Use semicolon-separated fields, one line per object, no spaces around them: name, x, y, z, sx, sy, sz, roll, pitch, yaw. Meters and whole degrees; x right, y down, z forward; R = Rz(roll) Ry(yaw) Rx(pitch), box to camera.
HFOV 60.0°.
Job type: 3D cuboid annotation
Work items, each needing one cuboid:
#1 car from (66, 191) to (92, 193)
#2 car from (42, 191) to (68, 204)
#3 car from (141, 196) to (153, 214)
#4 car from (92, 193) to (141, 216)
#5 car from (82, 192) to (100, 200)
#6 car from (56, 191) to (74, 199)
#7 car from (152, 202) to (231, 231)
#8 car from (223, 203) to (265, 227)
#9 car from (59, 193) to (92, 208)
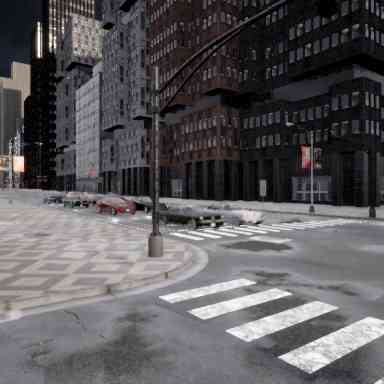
car;-16.506;0.681;47.683;2.097;1.767;4.553;0;1;-36
car;-19.348;0.876;46.075;2.033;1.411;5.357;0;1;-35
car;-4.225;1.115;30.554;1.882;1.535;5.008;0;1;-36
car;-6.485;1.129;28.125;1.882;1.535;5.008;0;1;-36
car;-18.993;0.713;62.542;1.895;1.301;4.718;0;1;-36
car;-25.005;0.572;65.333;2.033;1.411;5.357;0;1;-36
car;-0.174;1.404;19.356;1.895;1.301;4.718;0;1;-36
car;2.397;1.398;21.349;1.895;1.301;4.718;0;1;-36
car;-13.079;1.089;37.301;1.895;1.301;4.718;0;1;-36
